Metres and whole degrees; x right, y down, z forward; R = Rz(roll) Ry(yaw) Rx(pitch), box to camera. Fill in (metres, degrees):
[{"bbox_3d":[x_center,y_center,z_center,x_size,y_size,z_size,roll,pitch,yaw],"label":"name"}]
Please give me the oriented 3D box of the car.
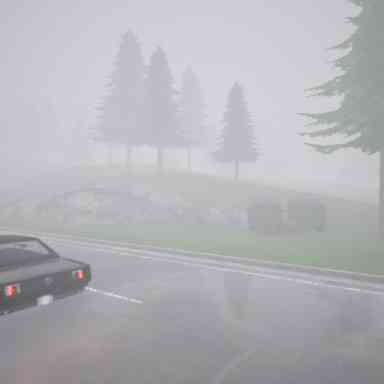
[{"bbox_3d":[-4.364,1.601,7.105,4.718,1.301,1.895,0,0,35],"label":"car"}]
